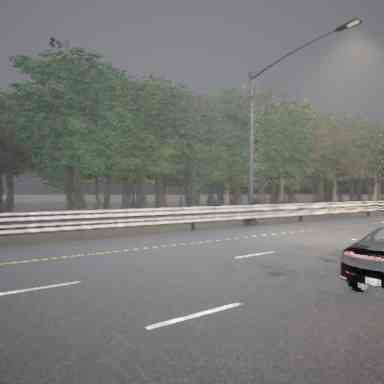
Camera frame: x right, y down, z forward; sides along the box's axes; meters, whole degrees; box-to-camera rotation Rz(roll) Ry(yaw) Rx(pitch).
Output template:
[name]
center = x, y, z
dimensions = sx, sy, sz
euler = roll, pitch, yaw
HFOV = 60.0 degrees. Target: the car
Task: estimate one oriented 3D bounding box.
[car]
center = 5.416, 1.494, 7.732
dimensions = 4.902, 1.511, 2.128
euler = 0, 0, -35
